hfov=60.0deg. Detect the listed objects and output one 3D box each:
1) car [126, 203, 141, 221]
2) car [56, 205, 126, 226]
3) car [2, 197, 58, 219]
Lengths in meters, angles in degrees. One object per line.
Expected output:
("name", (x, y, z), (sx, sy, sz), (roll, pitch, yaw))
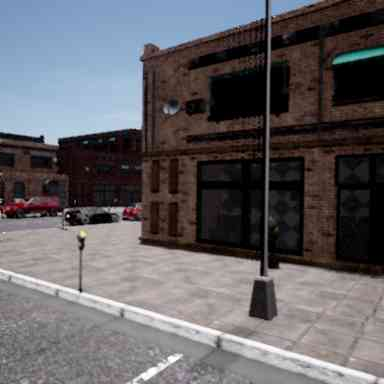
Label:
("car", (-4.222, 1.671, 29.564), (1.967, 1.590, 4.097), (1, 0, 36))
("car", (-7.503, 1.743, 25.089), (1.947, 1.339, 4.313), (1, 0, 36))
("car", (-14.258, 1.340, 30.042), (2.192, 1.841, 5.009), (1, 0, 36))
